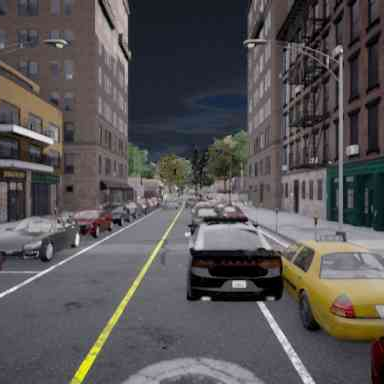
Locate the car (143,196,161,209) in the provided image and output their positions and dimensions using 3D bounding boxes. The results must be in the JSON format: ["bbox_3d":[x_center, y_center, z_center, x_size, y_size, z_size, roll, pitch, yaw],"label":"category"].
[{"bbox_3d":[-5.345,1.420,45.108,1.967,1.590,4.097,0,0,0],"label":"car"}]

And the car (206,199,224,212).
[{"bbox_3d":[2.675,1.524,39.584,1.887,1.381,4.507,0,0,0],"label":"car"}]

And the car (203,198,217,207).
[{"bbox_3d":[2.685,1.546,50.621,1.947,1.339,4.313,0,0,0],"label":"car"}]

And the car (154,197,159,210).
[{"bbox_3d":[-5.351,1.505,39.419,1.752,1.417,4.829,0,0,0],"label":"car"}]

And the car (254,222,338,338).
[{"bbox_3d":[2.640,1.520,6.643,1.752,1.417,4.829,0,0,0],"label":"car"}]

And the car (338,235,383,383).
[{"bbox_3d":[2.639,1.314,0.956,2.192,1.841,5.009,0,0,0],"label":"car"}]

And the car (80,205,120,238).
[{"bbox_3d":[-5.371,1.531,17.514,1.887,1.381,4.507,0,0,0],"label":"car"}]

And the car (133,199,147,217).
[{"bbox_3d":[-5.360,1.531,28.551,2.008,1.369,4.403,0,0,0],"label":"car"}]

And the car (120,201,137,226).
[{"bbox_3d":[-5.366,1.549,23.033,1.947,1.339,4.313,0,0,0],"label":"car"}]

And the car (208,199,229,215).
[{"bbox_3d":[2.670,1.505,34.236,1.752,1.417,4.829,0,0,0],"label":"car"}]

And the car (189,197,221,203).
[{"bbox_3d":[0.848,1.438,24.515,1.801,1.575,5.366,0,0,0],"label":"car"}]

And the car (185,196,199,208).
[{"bbox_3d":[0.061,1.471,46.231,2.128,1.511,4.902,0,0,1],"label":"car"}]

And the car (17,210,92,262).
[{"bbox_3d":[-5.376,1.542,11.995,2.008,1.369,4.403,0,0,0],"label":"car"}]

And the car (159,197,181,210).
[{"bbox_3d":[-2.797,1.580,42.747,1.895,1.301,4.718,0,0,0],"label":"car"}]

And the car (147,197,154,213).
[{"bbox_3d":[-5.356,1.420,34.070,1.967,1.590,4.097,0,0,0],"label":"car"}]

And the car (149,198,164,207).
[{"bbox_3d":[-5.340,1.562,50.627,1.802,1.307,4.206,0,0,0],"label":"car"}]

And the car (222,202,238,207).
[{"bbox_3d":[2.660,1.565,23.029,1.802,1.307,4.206,0,0,0],"label":"car"}]

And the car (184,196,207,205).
[{"bbox_3d":[0.685,1.456,59.502,1.882,1.535,5.008,0,0,27],"label":"car"}]

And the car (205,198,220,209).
[{"bbox_3d":[2.680,1.561,45.102,1.802,1.307,4.206,0,0,0],"label":"car"}]

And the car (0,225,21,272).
[{"bbox_3d":[-5.381,1.577,6.476,1.802,1.307,4.206,0,0,0],"label":"car"}]

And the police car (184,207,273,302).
[{"bbox_3d":[0.833,1.419,8.435,1.930,1.638,5.238,0,0,0],"label":"police car"}]

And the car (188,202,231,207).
[{"bbox_3d":[0.842,1.512,18.325,1.812,1.442,4.674,0,0,0],"label":"car"}]
